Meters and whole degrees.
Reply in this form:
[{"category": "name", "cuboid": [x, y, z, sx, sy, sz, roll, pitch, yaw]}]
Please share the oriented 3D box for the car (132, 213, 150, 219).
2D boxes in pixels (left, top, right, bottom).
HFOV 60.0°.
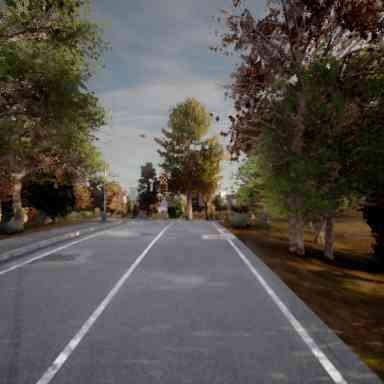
[{"category": "car", "cuboid": [-11.671, 5.541, 76.287, 4.181, 1.385, 1.994, 2, -5, -33]}]
